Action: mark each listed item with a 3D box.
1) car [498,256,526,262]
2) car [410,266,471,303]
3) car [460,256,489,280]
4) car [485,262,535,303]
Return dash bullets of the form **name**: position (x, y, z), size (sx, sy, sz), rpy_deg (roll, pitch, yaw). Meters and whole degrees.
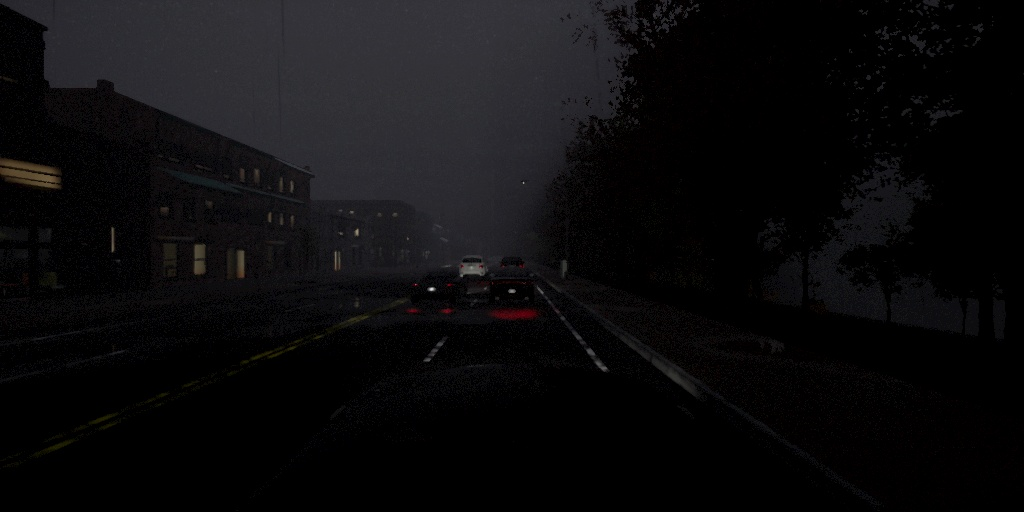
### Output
- **car**: position (0.000, 1.000, 31.531), size (2.150, 2.045, 5.566), rpy_deg (0, 0, 0)
- **car**: position (-3.249, 1.317, 16.501), size (1.994, 1.385, 4.181), rpy_deg (0, 0, 0)
- **car**: position (-3.250, 1.000, 31.531), size (2.150, 2.045, 5.566), rpy_deg (0, 0, 0)
- **car**: position (0.000, 1.229, 16.501), size (1.882, 1.535, 5.008), rpy_deg (0, 0, 0)
